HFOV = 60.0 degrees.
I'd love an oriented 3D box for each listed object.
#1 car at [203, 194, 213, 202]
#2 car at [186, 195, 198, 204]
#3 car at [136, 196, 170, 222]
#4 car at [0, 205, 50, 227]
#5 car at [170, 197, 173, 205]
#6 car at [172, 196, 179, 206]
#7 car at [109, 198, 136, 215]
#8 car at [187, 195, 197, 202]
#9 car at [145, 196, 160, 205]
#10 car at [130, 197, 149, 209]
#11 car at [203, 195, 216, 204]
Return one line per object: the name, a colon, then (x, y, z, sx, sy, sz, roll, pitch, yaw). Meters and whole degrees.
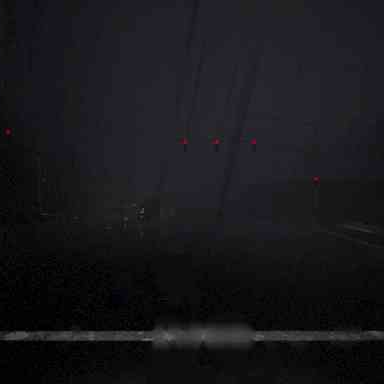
car: (3.508, 1.355, 74.416, 2.097, 1.767, 4.553, 0, 0, 0)
car: (0.005, 1.505, 63.727, 1.837, 1.490, 4.892, 0, 0, 0)
car: (-3.119, 1.365, 26.549, 2.097, 1.767, 4.553, 0, 1, -6)
car: (-11.852, 1.573, 21.850, 4.674, 1.442, 1.812, 0, 1, -21)
car: (-3.593, 1.563, 38.675, 1.994, 1.385, 4.181, 0, 0, 0)
car: (-3.583, 1.491, 53.188, 2.128, 1.511, 4.902, 0, 0, 0)
car: (-7.097, 1.477, 33.897, 1.882, 1.535, 5.008, 0, 0, 0)
car: (0.005, 1.413, 73.837, 1.994, 1.385, 4.181, 0, 0, 0)
car: (-7.069, 1.492, 59.774, 2.128, 1.511, 4.902, 0, 0, 0)
car: (-7.093, 1.505, 45.676, 1.837, 1.490, 4.892, 0, 0, 0)
car: (3.610, 1.547, 64.194, 2.033, 1.411, 5.357, 0, 0, 0)
